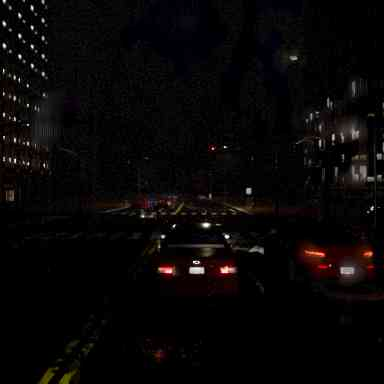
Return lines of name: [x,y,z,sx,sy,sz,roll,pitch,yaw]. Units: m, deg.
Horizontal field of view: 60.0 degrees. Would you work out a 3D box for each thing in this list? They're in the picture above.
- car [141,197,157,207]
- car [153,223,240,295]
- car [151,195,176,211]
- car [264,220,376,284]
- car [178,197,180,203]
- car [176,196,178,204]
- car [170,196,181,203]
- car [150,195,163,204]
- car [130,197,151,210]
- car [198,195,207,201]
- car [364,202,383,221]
car: [-6.670,1.470,52.157,1.812,1.442,4.674,0,0,0]
car: [0.088,1.544,8.864,2.033,1.411,5.357,0,0,0]
car: [-3.403,1.319,40.615,2.097,1.767,4.553,0,0,0]
car: [3.336,1.522,9.449,1.812,1.442,4.674,0,0,0]
car: [-3.418,1.421,59.127,2.128,1.511,4.902,0,0,0]
car: [-3.414,1.455,49.508,1.837,1.490,4.892,0,0,0]
car: [-3.433,1.471,69.161,1.994,1.385,4.181,0,0,-1]
car: [-6.674,1.427,62.522,1.837,1.490,4.892,0,0,0]
car: [-6.658,1.442,42.237,1.882,1.535,5.008,0,0,0]
car: [2.528,1.391,82.843,1.812,1.442,4.674,0,0,-4]
car: [16.986,1.279,26.703,5.566,2.045,2.150,0,0,3]
